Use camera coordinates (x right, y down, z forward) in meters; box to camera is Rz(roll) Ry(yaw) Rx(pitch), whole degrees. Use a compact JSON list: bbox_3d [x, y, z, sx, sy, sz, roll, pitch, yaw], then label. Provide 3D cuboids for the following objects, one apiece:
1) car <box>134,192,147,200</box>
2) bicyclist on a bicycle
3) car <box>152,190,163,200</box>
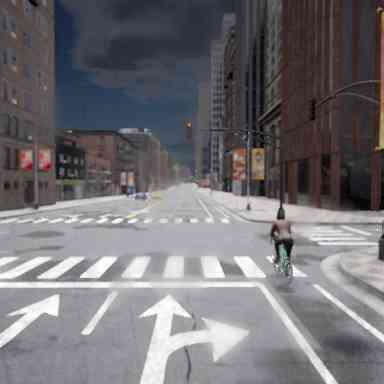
[{"bbox_3d":[-9.960,0.810,65.107,1.812,1.442,4.674,0,1,0],"label":"car"},{"bbox_3d":[2.223,1.357,8.239,0.582,1.620,1.656,0,0,0],"label":"bicyclist on a bicycle"},{"bbox_3d":[-6.710,0.755,65.116,1.882,1.535,5.008,0,1,0],"label":"car"}]
